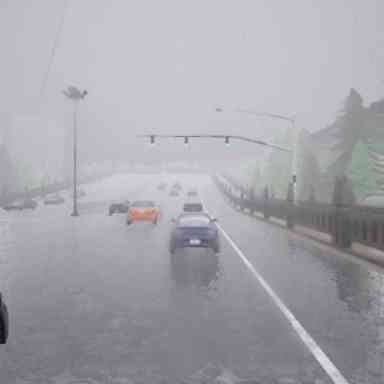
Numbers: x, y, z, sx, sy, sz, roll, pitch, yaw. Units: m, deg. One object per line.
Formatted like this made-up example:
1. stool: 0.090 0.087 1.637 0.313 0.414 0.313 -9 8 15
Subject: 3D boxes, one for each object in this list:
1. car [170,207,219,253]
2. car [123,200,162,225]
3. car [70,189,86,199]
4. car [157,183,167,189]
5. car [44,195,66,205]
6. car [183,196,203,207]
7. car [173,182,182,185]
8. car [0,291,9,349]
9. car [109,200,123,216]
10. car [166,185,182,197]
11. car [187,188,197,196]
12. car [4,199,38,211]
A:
1. car: 0.089 1.541 13.702 1.812 1.442 4.674 0 0 0
2. car: -3.403 1.380 24.646 2.097 1.767 4.553 0 0 0
3. car: -20.935 0.343 61.174 2.128 1.511 4.902 0 6 0
4. car: -6.851 -1.449 76.418 2.033 1.411 5.357 0 7 0
5. car: -20.990 1.219 50.948 1.994 1.385 4.181 0 3 0
6. car: 0.096 1.509 34.233 1.882 1.535 5.008 0 0 0
7. car: -3.364 -1.442 74.003 2.097 1.767 4.553 0 7 0
8. car: -3.399 1.496 2.582 2.128 1.511 4.902 0 0 0
9. car: -6.903 1.536 33.036 1.837 1.490 4.892 0 0 0
10. car: -3.419 0.043 64.036 1.837 1.490 4.892 0 7 0
11. car: 0.083 0.003 64.114 1.882 1.535 5.008 0 7 0
12. car: -21.027 1.553 41.212 2.033 1.411 5.357 0 1 0
